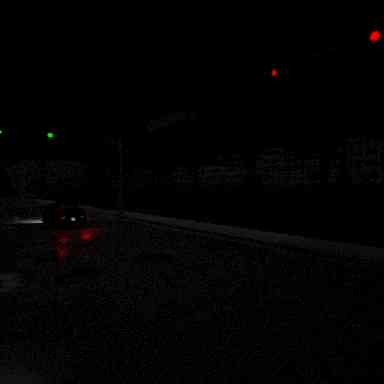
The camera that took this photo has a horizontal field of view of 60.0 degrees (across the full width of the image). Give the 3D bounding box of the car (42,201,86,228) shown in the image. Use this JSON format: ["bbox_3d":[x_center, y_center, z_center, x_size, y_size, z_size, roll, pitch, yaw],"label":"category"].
[{"bbox_3d":[-8.019,1.318,20.754,1.812,1.442,4.674,-1,1,-34],"label":"car"}]
